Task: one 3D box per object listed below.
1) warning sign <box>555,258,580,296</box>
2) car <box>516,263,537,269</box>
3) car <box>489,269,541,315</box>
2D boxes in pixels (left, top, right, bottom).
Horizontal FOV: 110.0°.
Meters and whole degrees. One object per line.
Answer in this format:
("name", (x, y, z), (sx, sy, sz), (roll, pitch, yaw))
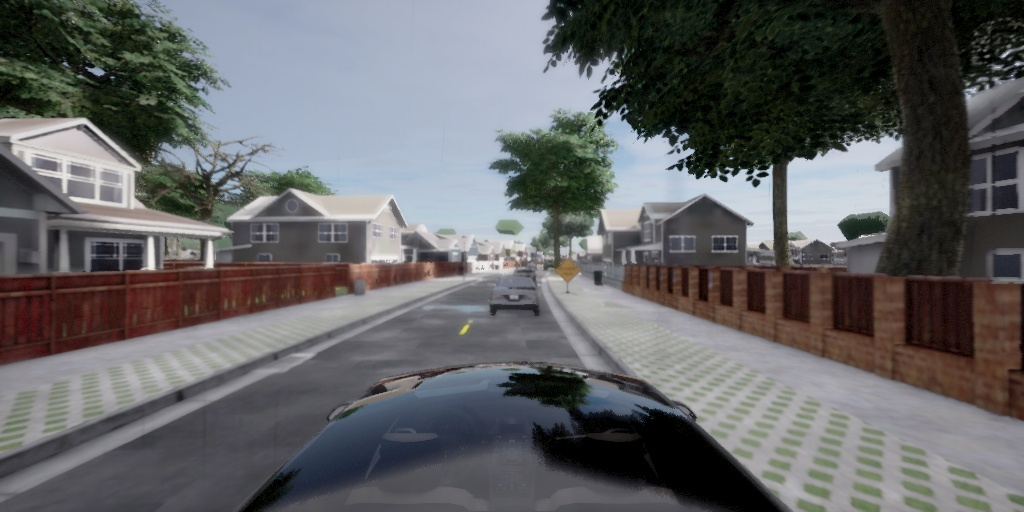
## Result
("warning sign", (2.829, 1.033, 18.297), (1.300, 1.860, 1.060), (0, 0, 3))
("car", (1.102, 1.536, 30.183), (2.128, 1.511, 4.902), (0, 0, 5))
("car", (0.166, 1.424, 14.294), (2.033, 1.411, 5.357), (0, -1, 2))
